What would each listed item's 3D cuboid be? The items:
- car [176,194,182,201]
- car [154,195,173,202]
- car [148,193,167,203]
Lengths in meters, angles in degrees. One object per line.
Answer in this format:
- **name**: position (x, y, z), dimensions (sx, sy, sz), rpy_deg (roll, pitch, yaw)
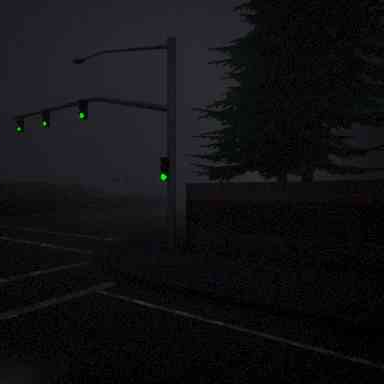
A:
- **car**: position (-4.451, 1.394, 74.000), dimensions (3.806, 1.475, 1.970), rpy_deg (0, 0, 35)
- **car**: position (-6.133, 1.362, 71.643), dimensions (3.905, 1.438, 1.784), rpy_deg (0, 0, 35)
- **car**: position (-7.649, 1.152, 69.429), dimensions (4.605, 1.855, 1.932), rpy_deg (0, 0, 35)
